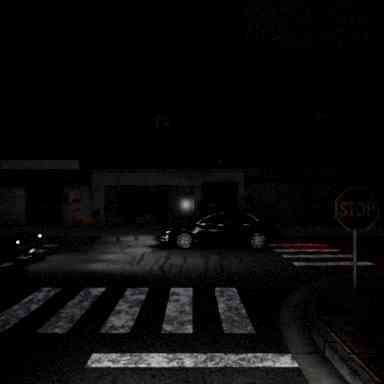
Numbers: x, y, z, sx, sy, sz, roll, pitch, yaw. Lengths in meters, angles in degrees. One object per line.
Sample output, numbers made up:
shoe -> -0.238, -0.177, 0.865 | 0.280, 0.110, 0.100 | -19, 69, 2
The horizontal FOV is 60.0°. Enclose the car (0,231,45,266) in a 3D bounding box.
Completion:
car -> -7.447, 1.618, 10.881 | 4.718, 1.301, 1.895 | 0, 0, 0

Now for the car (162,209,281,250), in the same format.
car -> 1.186, 1.494, 13.829 | 4.892, 1.490, 1.837 | 0, 0, 0
